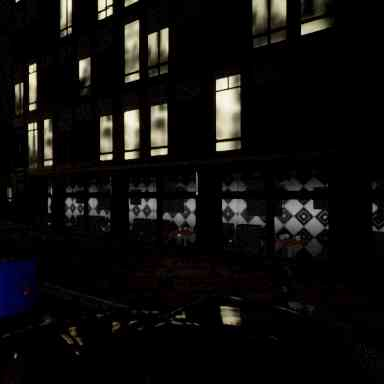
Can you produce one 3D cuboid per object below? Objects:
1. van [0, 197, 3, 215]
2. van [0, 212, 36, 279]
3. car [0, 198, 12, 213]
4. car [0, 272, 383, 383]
[{"bbox_3d":[-21.248,1.445,33.010,1.690,1.788,3.998,-1,-1,35],"label":"van"},{"bbox_3d":[-4.514,1.346,6.055,3.998,1.788,1.690,0,0,35],"label":"van"},{"bbox_3d":[-14.411,1.373,28.165,2.192,1.841,5.009,-1,-1,35],"label":"car"},{"bbox_3d":[0.118,1.583,2.752,4.206,1.307,1.802,0,0,35],"label":"car"}]
